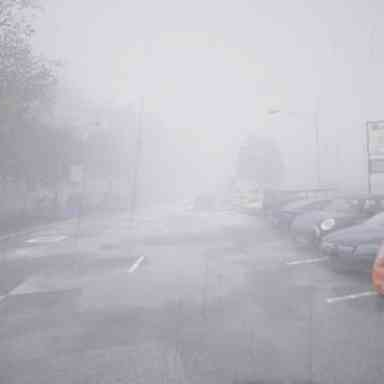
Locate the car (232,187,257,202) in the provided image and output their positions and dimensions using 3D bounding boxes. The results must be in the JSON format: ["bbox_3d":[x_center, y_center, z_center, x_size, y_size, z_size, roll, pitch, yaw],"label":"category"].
[{"bbox_3d":[6.336,0.516,29.607,5.566,2.045,2.435,-2,1,-18],"label":"car"}]

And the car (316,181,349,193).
[{"bbox_3d":[26.056,-0.878,62.050,2.435,2.045,5.566,-3,0,-19],"label":"car"}]

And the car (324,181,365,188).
[{"bbox_3d":[19.841,-0.351,45.122,2.435,2.045,5.566,-3,2,-19],"label":"car"}]

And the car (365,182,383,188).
[{"bbox_3d":[22.769,-0.215,45.136,2.163,1.488,4.792,-4,2,-20],"label":"car"}]

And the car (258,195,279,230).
[{"bbox_3d":[5.797,0.994,14.585,5.008,1.535,2.097,-2,1,-18],"label":"car"}]

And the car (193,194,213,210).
[{"bbox_3d":[1.186,0.961,34.698,2.128,1.511,4.902,-3,1,1],"label":"car"}]

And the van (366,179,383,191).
[{"bbox_3d":[35.089,-1.295,62.043,1.878,1.987,4.442,-3,0,-19],"label":"van"}]

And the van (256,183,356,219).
[{"bbox_3d":[6.014,0.719,17.621,4.442,1.987,1.878,-2,1,-18],"label":"van"}]

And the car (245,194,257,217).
[{"bbox_3d":[6.025,0.943,20.583,4.674,1.452,2.002,-2,1,-18],"label":"car"}]

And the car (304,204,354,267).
[{"bbox_3d":[5.587,1.126,8.579,4.674,1.452,2.002,-2,1,-18],"label":"car"}]

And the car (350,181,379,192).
[{"bbox_3d":[32.113,-1.049,62.000,2.185,1.767,4.553,-2,0,-19],"label":"car"}]

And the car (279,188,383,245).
[{"bbox_3d":[5.723,0.913,11.581,4.553,1.767,2.185,-2,1,-18],"label":"car"}]

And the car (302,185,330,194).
[{"bbox_3d":[23.050,-0.449,62.081,2.163,1.488,4.792,-3,0,-19],"label":"car"}]

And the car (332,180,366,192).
[{"bbox_3d":[29.112,-1.027,61.977,2.435,2.045,5.566,-2,0,-20],"label":"car"}]

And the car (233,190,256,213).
[{"bbox_3d":[5.945,0.862,23.529,5.366,1.575,1.946,-2,1,-18],"label":"car"}]

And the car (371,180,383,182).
[{"bbox_3d":[25.718,-0.640,45.106,2.435,2.045,5.566,-4,2,-19],"label":"car"}]

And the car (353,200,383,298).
[{"bbox_3d":[5.434,1.008,5.571,4.553,1.767,2.185,-2,1,-18],"label":"car"}]
